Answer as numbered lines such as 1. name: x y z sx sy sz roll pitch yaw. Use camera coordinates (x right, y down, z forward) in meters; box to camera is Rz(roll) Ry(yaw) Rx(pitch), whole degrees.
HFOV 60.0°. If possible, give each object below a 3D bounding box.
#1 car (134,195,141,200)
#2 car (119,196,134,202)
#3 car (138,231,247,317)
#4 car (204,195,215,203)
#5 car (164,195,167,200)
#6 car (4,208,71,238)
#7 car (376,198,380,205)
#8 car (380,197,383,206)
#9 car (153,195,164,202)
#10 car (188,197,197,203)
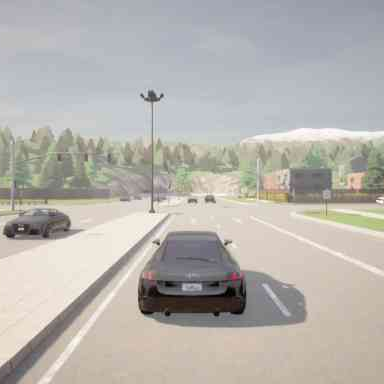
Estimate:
1. car: -14.956 1.499 90.655 1.837 1.490 4.892 0 0 0
2. car: -14.964 1.539 74.580 2.033 1.411 5.357 0 0 0
3. car: 0.003 1.563 7.579 1.994 1.385 4.181 0 0 0
4. car: 3.622 1.352 69.948 2.097 1.767 4.553 0 0 0
5. car: -7.956 1.523 89.919 1.812 1.442 4.674 0 0 0
6. car: -8.013 1.564 17.625 1.994 1.385 4.181 0 0 1
7. car: 32.838 1.222 53.583 5.566 2.045 2.150 0 0 0
8. car: 32.001 1.547 50.085 5.357 1.411 2.033 0 0 0
9. car: -7.964 1.524 74.216 1.812 1.442 4.674 0 0 0
10. car: 0.134 1.600 68.901 1.895 1.301 4.718 0 0 0
